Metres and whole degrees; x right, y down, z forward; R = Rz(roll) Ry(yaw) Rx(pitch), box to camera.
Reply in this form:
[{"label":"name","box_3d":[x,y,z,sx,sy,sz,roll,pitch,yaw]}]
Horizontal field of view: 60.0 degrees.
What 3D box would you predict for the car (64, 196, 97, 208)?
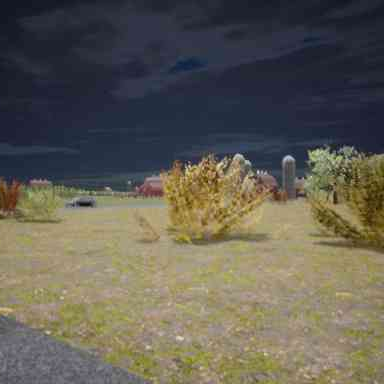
[{"label":"car","box_3d":[-16.234,1.432,48.428,2.097,1.767,4.553,-1,-1,36]}]
